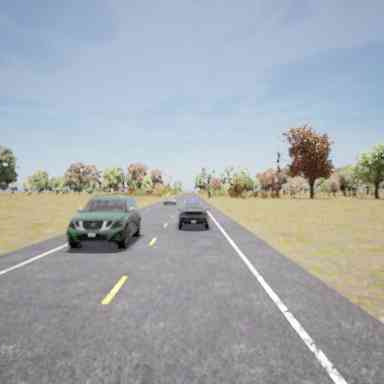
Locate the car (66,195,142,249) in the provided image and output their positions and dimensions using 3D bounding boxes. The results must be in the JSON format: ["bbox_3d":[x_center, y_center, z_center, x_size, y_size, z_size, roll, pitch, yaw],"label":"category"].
[{"bbox_3d":[-3.603,1.191,14.695,2.150,2.045,5.566,0,0,0],"label":"car"}]

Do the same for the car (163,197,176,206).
[{"bbox_3d":[-3.563,1.489,53.538,1.895,1.301,4.718,0,0,1],"label":"car"}]

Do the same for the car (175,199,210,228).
[{"bbox_3d":[0.097,1.460,21.668,1.837,1.490,4.892,0,0,0],"label":"car"}]
